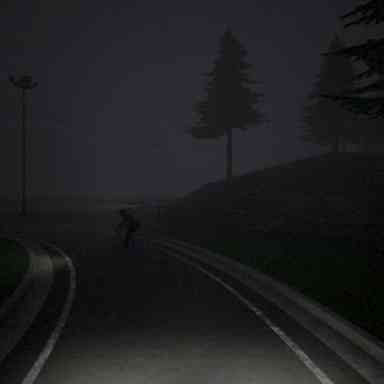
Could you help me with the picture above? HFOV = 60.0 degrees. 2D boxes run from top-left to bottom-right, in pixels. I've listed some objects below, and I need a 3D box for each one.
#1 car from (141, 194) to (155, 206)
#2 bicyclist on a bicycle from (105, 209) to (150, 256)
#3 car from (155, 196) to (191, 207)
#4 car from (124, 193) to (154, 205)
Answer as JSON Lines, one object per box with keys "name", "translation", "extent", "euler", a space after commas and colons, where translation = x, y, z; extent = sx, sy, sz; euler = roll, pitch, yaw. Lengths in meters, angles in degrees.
{"name": "car", "translation": [-5.608, 1.482, 54.849], "extent": [4.674, 1.442, 1.812], "euler": [0, 0, -44]}
{"name": "bicyclist on a bicycle", "translation": [-2.298, 1.434, 11.888], "extent": [1.656, 1.620, 0.582], "euler": [-2, 1, -29]}
{"name": "car", "translation": [-2.919, 1.464, 52.581], "extent": [4.892, 1.490, 1.837], "euler": [0, 0, -44]}
{"name": "car", "translation": [-8.768, 1.177, 56.668], "extent": [5.566, 2.045, 2.150], "euler": [0, 0, -44]}
